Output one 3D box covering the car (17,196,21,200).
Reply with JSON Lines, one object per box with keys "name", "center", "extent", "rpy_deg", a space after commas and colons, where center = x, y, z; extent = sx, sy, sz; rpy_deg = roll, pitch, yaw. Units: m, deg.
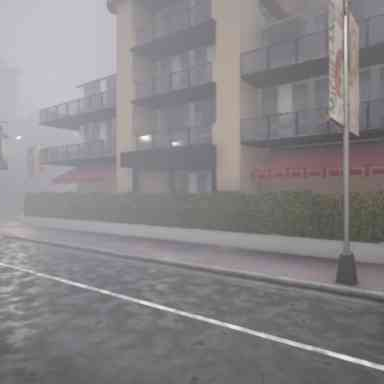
{"name": "car", "center": [-39.465, 1.700, 76.149], "extent": [4.892, 1.521, 2.231], "rpy_deg": [0, 0, 36]}
